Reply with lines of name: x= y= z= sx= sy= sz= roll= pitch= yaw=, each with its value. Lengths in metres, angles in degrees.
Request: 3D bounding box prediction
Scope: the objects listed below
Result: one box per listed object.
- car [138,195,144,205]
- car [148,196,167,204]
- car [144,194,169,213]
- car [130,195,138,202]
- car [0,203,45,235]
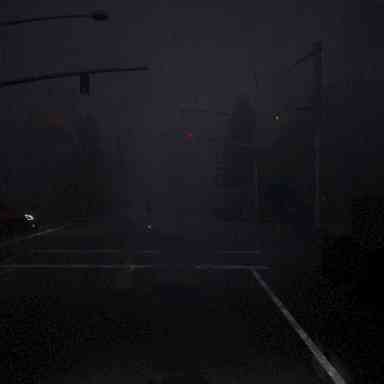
car: x=-7.421 y=1.505 z=57.081 sx=1.837 sy=1.490 sz=4.892 roll=0 pitch=0 yaw=-21
car: x=-6.724 y=1.547 z=64.768 sx=2.033 sy=1.411 sz=5.357 roll=0 pitch=0 yaw=-26
car: x=-3.753 y=1.221 z=37.172 sx=2.150 sy=2.045 sz=5.566 roll=0 pitch=0 yaw=-2
car: x=-12.428 y=1.433 z=73.166 sx=5.008 sy=1.535 sz=1.882 roll=0 pitch=0 yaw=42
car: x=-10.603 y=1.352 z=18.201 sx=4.553 sy=1.767 sz=2.097 roll=0 pitch=0 yaw=-8
